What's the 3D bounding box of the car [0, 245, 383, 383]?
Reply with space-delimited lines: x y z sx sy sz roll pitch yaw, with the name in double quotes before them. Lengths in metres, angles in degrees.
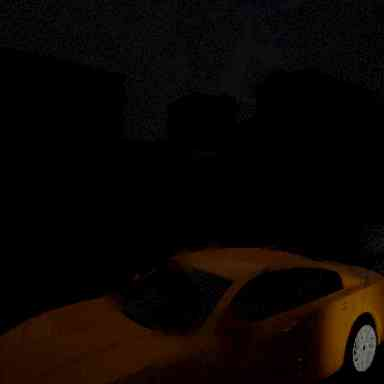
"car" 0.388 1.478 3.962 5.008 1.535 1.882 0 0 -35
